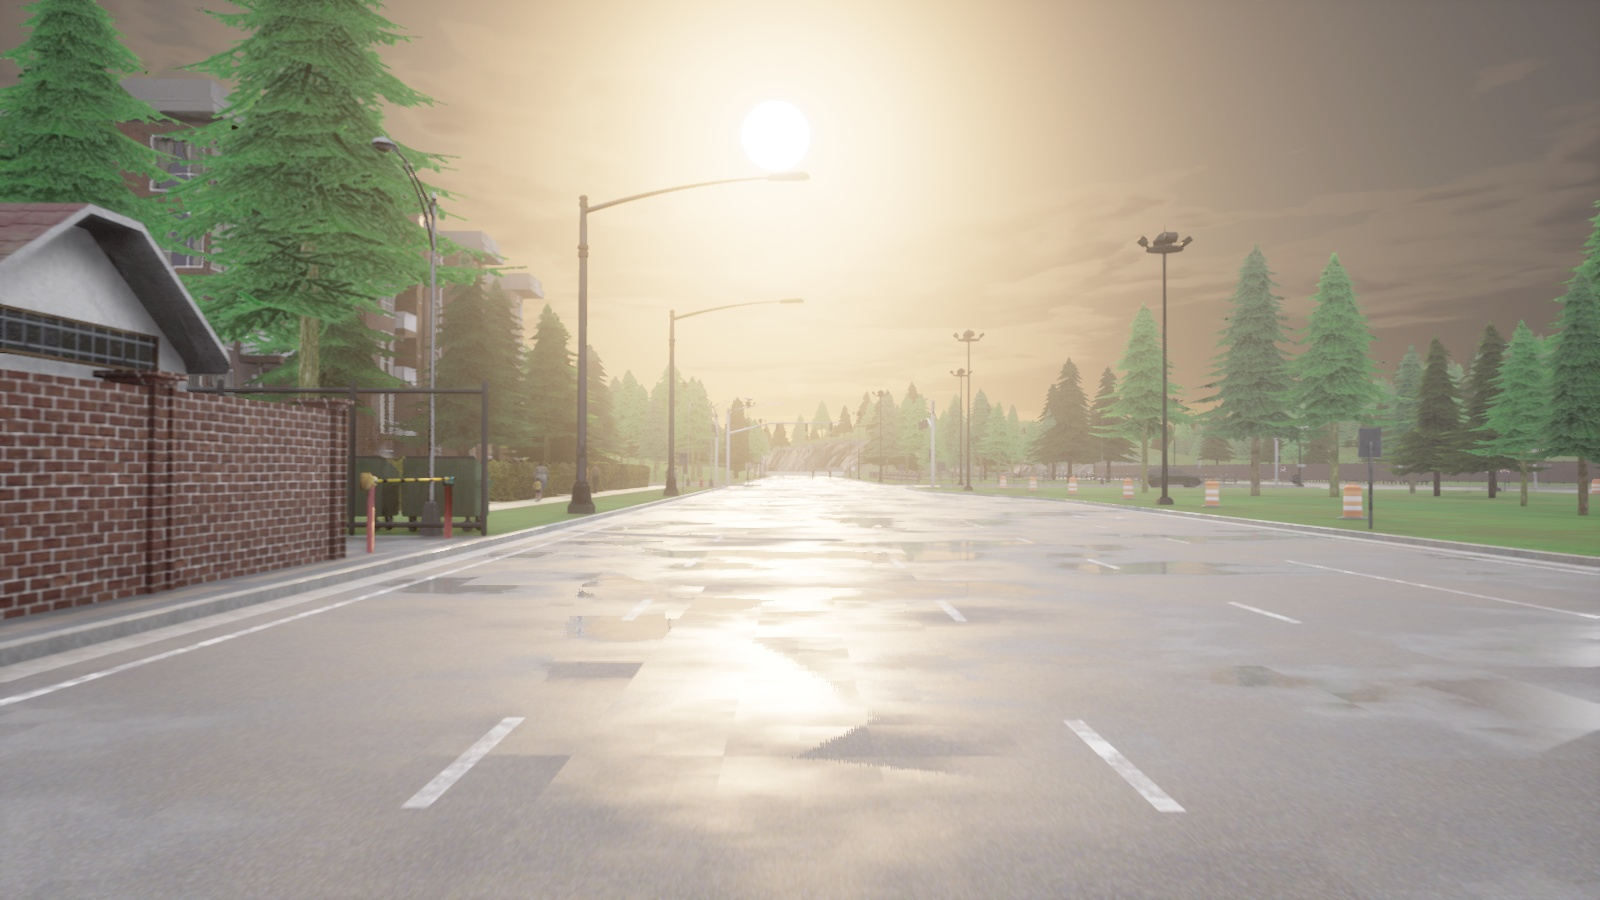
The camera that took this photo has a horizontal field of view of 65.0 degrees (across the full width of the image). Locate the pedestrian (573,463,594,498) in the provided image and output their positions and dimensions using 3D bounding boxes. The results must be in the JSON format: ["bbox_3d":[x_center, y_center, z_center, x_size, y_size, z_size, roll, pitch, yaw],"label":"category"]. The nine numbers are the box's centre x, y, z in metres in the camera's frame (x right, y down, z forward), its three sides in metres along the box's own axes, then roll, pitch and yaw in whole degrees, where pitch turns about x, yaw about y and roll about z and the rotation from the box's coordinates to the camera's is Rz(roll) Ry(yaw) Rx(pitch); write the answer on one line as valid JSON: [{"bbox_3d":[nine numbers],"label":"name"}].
[{"bbox_3d":[-11.320,1.591,65.670,0.874,1.855,0.900,0,-1,2],"label":"pedestrian"}]

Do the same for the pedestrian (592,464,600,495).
[{"bbox_3d":[-11.829,1.713,72.821,0.345,1.836,0.594,0,-1,0],"label":"pedestrian"}]

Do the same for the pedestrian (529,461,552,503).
[{"bbox_3d":[-11.772,1.448,57.037,0.874,1.855,0.900,0,-1,-1],"label":"pedestrian"}]
